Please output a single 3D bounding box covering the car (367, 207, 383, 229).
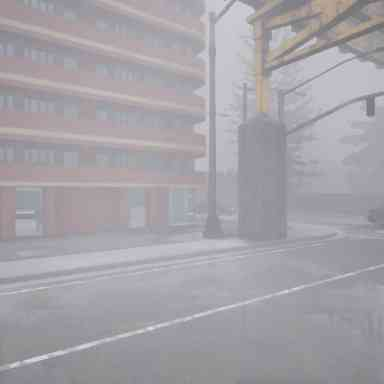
[{"bbox_3d":[13.134,1.485,19.813,2.128,1.511,4.902,0,0,-43],"label":"car"}]

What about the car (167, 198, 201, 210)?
[{"bbox_3d":[-1.224,1.598,45.472,2.033,1.411,5.357,0,0,-35],"label":"car"}]

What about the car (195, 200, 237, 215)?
[{"bbox_3d":[2.472,1.522,33.870,2.128,1.511,4.902,0,0,-35],"label":"car"}]
